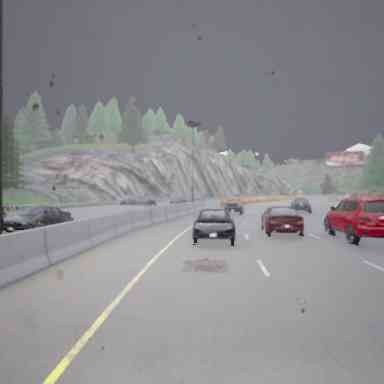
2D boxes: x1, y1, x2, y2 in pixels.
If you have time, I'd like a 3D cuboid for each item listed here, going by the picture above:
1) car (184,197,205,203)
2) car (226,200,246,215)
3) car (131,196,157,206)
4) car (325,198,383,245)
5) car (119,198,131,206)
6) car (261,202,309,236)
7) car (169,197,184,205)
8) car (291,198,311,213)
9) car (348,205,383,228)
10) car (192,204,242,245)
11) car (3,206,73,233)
[{"bbox_3d":[0.839,1.661,59.107,1.837,1.490,4.892,0,0,21],"label":"car"},{"bbox_3d":[4.635,1.611,35.773,1.837,1.490,4.892,0,0,14],"label":"car"},{"bbox_3d":[-7.725,1.479,56.104,2.097,1.767,4.553,0,0,19],"label":"car"},{"bbox_3d":[8.128,1.285,15.936,2.150,2.045,5.566,0,0,6],"label":"car"},{"bbox_3d":[-10.864,1.686,57.730,1.994,1.385,4.181,0,0,19],"label":"car"},{"bbox_3d":[4.996,1.541,18.851,1.882,1.535,5.008,0,0,7],"label":"car"},{"bbox_3d":[-2.513,1.655,60.142,1.837,1.490,4.892,0,0,21],"label":"car"},{"bbox_3d":[12.647,1.487,38.739,2.097,1.767,4.553,0,0,15],"label":"car"},{"bbox_3d":[12.775,1.697,23.644,1.895,1.301,4.718,0,0,10],"label":"car"},{"bbox_3d":[1.097,1.536,15.830,2.128,1.511,4.902,0,0,6],"label":"car"},{"bbox_3d":[-9.190,1.576,20.101,2.033,1.411,5.357,0,0,8],"label":"car"}]
